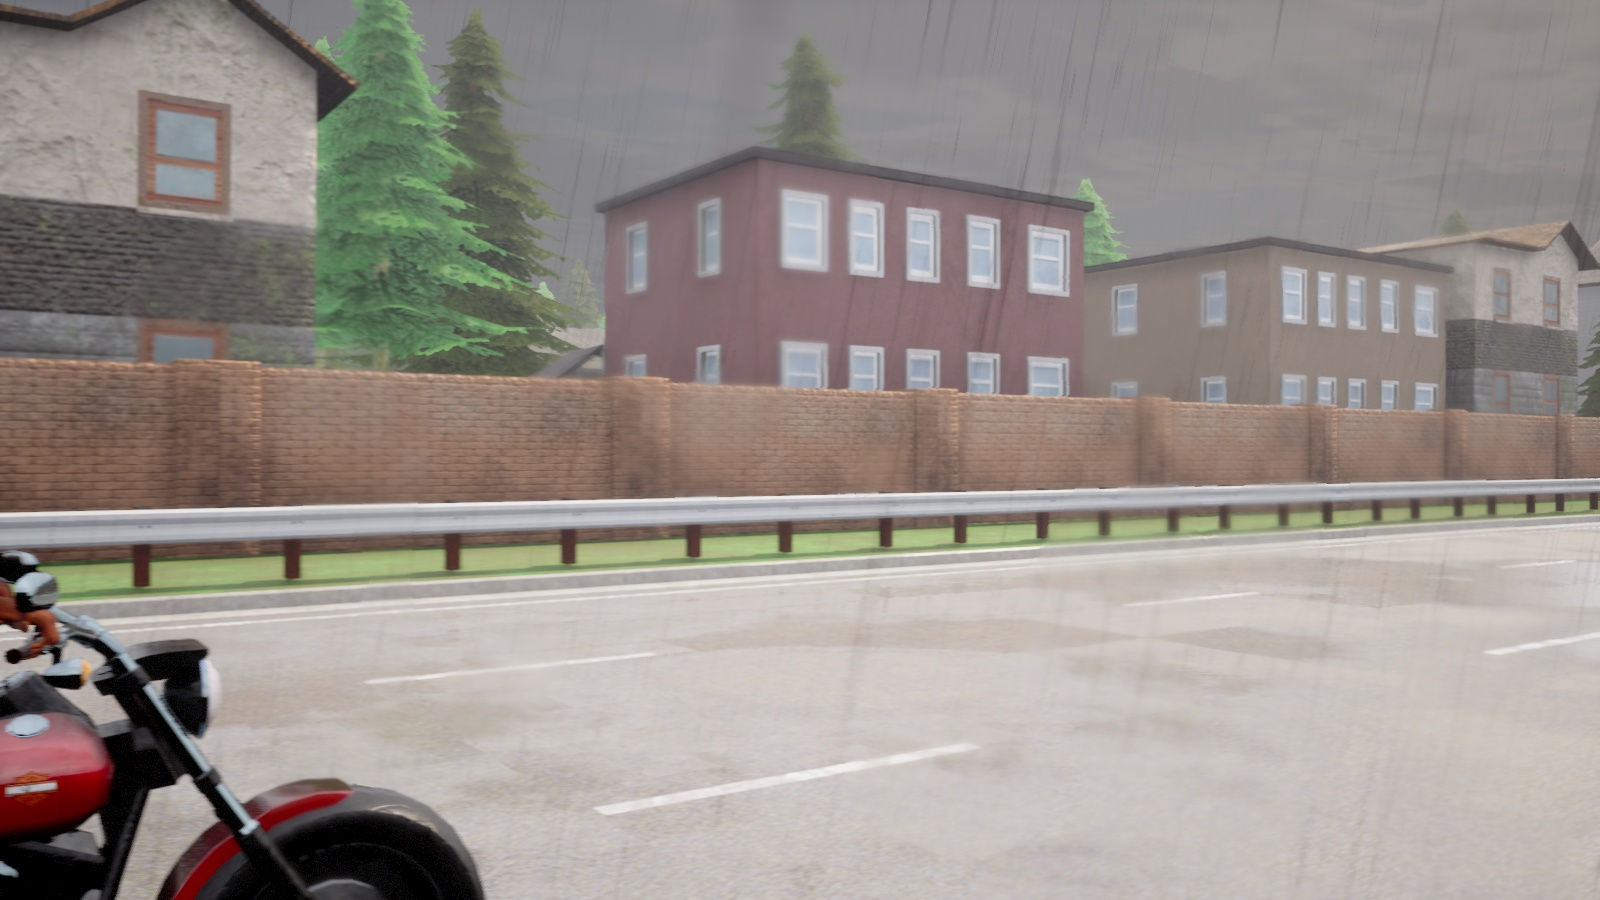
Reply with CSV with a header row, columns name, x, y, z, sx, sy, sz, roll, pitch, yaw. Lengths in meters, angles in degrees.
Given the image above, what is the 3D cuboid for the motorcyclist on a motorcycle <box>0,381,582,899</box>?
name,x,y,z,sx,sy,sz,roll,pitch,yaw
motorcyclist on a motorcycle,-1.679,0.705,2.490,2.350,1.649,0.766,0,0,-35
